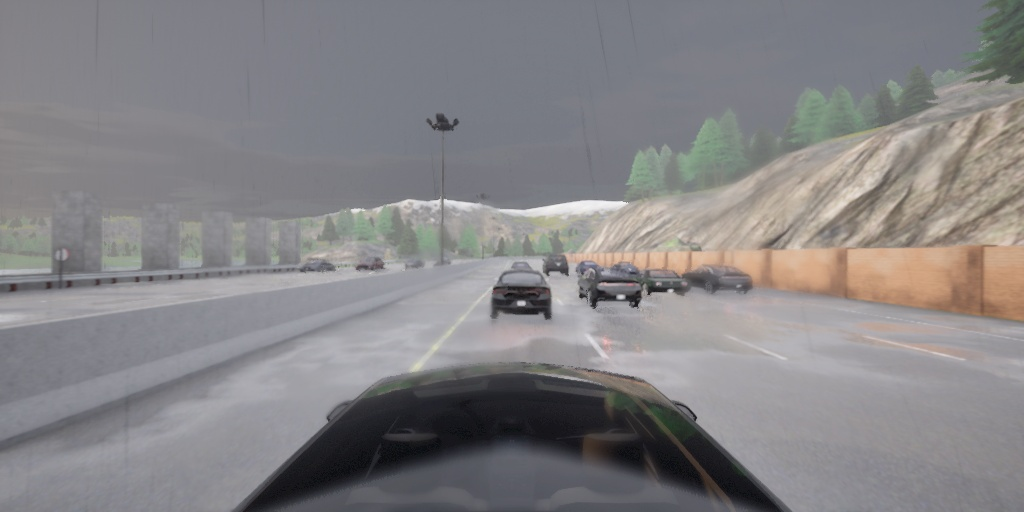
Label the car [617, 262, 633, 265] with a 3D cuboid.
[{"bbox_3d":[11.281,1.267,36.369,1.994,1.385,4.181,0,0,0],"label":"car"}]

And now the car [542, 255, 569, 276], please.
[{"bbox_3d":[4.286,0.886,35.634,2.150,2.045,5.566,0,0,0],"label":"car"}]

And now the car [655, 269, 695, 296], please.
[{"bbox_3d":[7.505,1.338,19.012,1.895,1.301,4.718,0,0,2],"label":"car"}]

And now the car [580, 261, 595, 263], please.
[{"bbox_3d":[7.773,1.207,36.932,1.812,1.442,4.674,0,0,0],"label":"car"}]

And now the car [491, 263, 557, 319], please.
[{"bbox_3d":[0.336,1.194,12.728,1.882,1.535,5.008,0,0,2],"label":"car"}]

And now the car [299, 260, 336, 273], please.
[{"bbox_3d":[-20.391,1.079,37.700,1.994,1.385,4.181,0,0,0],"label":"car"}]

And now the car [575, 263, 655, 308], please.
[{"bbox_3d":[3.899,1.221,15.019,2.128,1.511,4.902,0,0,2],"label":"car"}]

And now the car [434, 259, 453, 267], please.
[{"bbox_3d":[-9.802,1.078,51.898,2.033,1.411,5.357,0,0,1],"label":"car"}]

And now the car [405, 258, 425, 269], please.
[{"bbox_3d":[-13.328,1.010,49.580,2.128,1.511,4.902,0,0,1],"label":"car"}]

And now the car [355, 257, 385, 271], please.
[{"bbox_3d":[-16.867,0.870,42.720,2.097,1.767,4.553,0,0,0],"label":"car"}]

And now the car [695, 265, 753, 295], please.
[{"bbox_3d":[11.025,1.248,19.738,2.128,1.511,4.902,0,0,1],"label":"car"}]
